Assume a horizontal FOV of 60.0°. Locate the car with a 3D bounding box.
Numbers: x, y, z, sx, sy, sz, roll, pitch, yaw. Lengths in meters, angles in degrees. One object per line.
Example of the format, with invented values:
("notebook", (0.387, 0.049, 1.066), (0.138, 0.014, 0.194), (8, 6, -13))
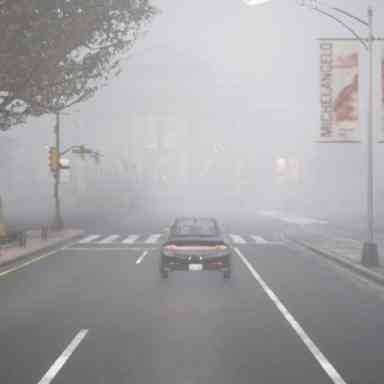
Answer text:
("car", (0.103, 1.515, 10.057), (2.128, 1.511, 4.902), (0, 0, 0))
